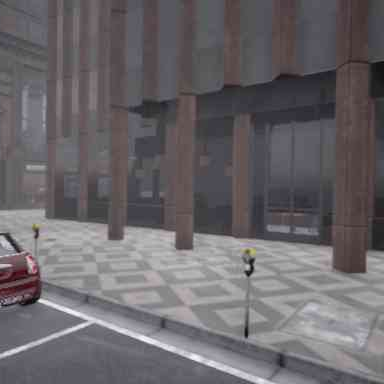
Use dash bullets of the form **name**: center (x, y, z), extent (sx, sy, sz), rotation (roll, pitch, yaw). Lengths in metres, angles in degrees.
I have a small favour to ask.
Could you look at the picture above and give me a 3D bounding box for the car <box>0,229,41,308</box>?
- **car**: center (-4.843, 1.369, 6.576), extent (4.097, 1.590, 1.967), rotation (1, 1, 36)
